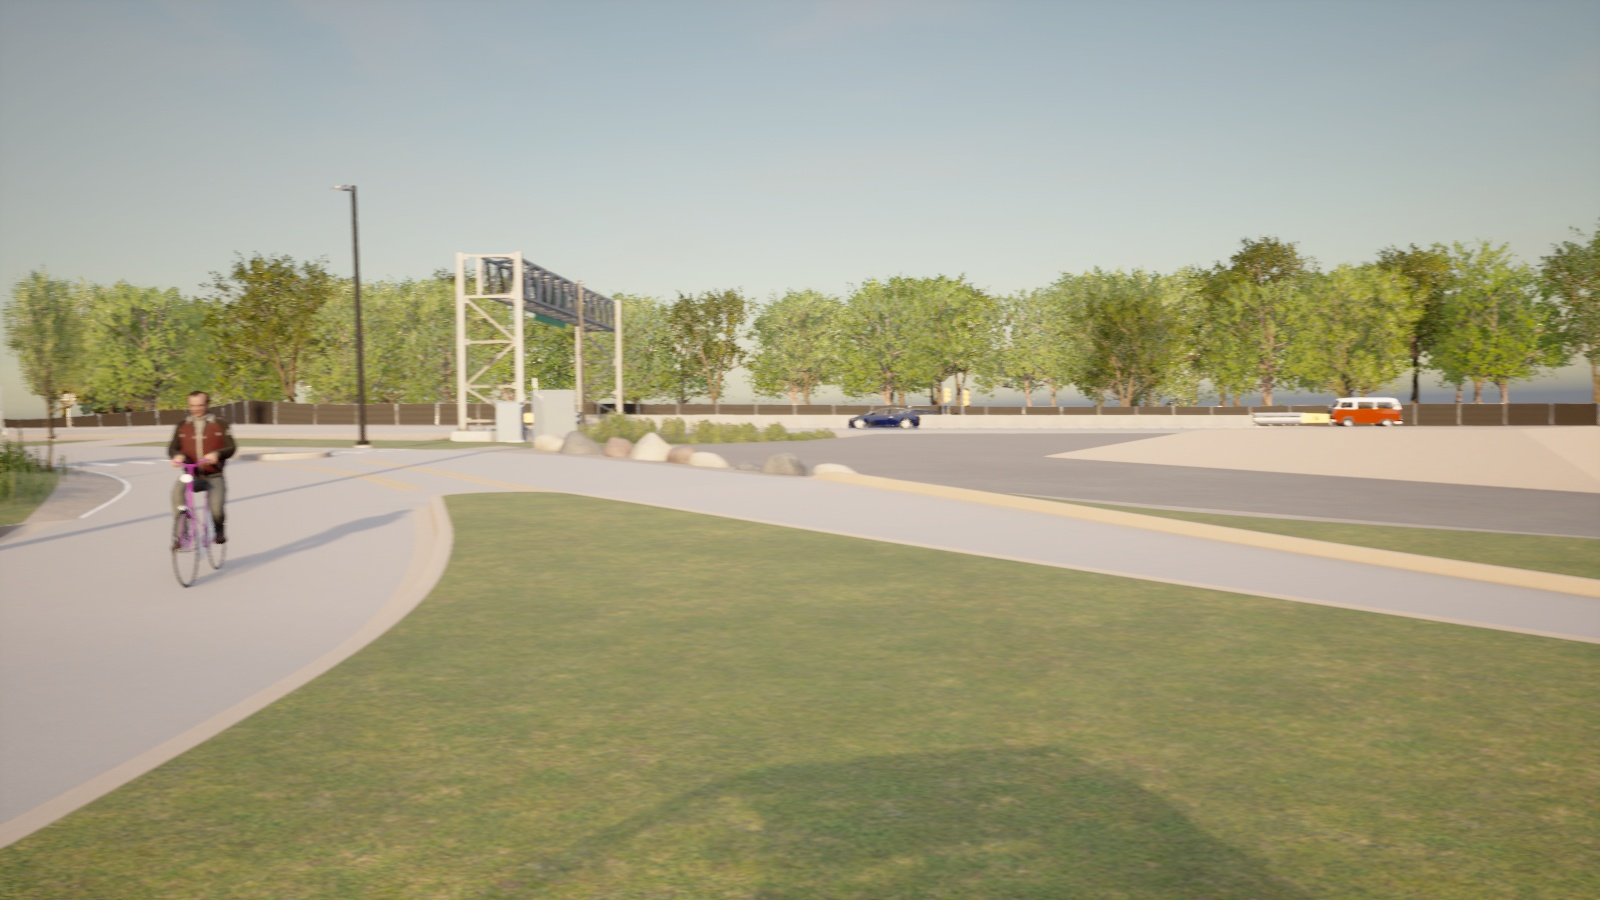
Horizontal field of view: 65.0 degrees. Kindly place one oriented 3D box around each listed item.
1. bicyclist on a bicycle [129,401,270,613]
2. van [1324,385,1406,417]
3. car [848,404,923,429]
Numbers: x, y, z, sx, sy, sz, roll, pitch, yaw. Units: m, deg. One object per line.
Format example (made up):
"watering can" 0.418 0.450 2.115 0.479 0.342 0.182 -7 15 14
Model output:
"bicyclist on a bicycle" -5.519 0.449 11.668 0.659 1.776 1.843 -4 3 -12
"van" 37.449 -3.265 83.337 4.480 2.038 2.069 0 4 8
"car" 5.607 -2.199 82.324 4.792 1.488 2.163 -1 2 3
